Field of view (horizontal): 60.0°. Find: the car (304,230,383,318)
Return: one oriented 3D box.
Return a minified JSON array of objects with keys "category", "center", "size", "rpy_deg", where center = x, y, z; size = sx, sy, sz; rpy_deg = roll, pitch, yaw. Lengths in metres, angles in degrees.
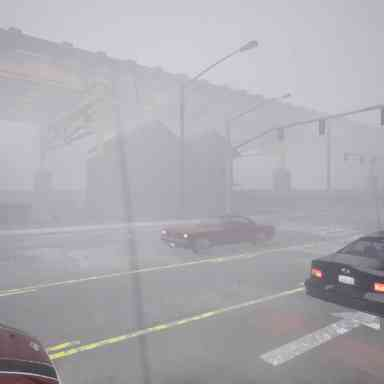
[{"category":"car","center":[4.692,1.547,7.133],"size":[5.357,1.411,2.033],"rpy_deg":[0,0,-35]}]

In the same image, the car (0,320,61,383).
[{"category":"car","center":[-2.989,1.352,1.615],"size":[4.553,1.767,2.097],"rpy_deg":[0,0,-36]}]

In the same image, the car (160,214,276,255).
[{"category":"car","center":[1.107,1.601,13.358],"size":[4.718,1.301,1.895],"rpy_deg":[0,0,-35]}]
